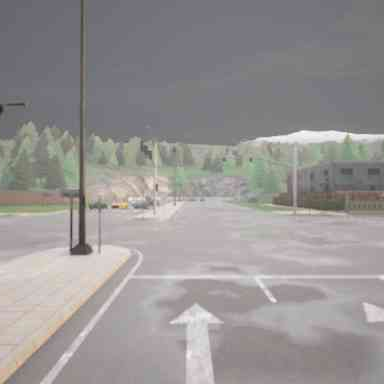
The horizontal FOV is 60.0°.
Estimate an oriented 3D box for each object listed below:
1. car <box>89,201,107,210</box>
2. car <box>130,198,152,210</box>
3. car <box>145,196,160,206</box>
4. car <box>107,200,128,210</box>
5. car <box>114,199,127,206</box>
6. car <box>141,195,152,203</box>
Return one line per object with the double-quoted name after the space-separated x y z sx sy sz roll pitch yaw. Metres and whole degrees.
-15.066 2.165 53.694 1.895 1.301 4.718 0 -1 0 "car"
-8.072 2.084 53.041 1.812 1.442 4.674 0 -1 0 "car"
-8.018 2.088 69.571 2.097 1.767 4.553 0 -1 0 "car"
-11.571 2.036 53.072 1.882 1.535 5.008 0 -1 0 "car"
-15.019 2.289 70.025 1.994 1.385 4.181 0 -1 0 "car"
-11.522 1.799 84.827 2.150 2.045 5.566 0 -1 0 "car"
